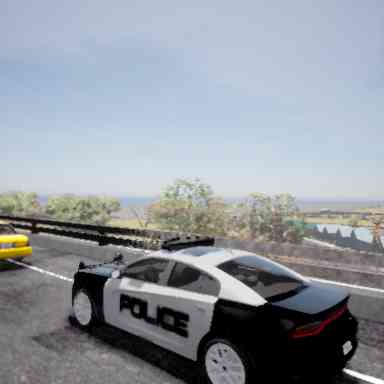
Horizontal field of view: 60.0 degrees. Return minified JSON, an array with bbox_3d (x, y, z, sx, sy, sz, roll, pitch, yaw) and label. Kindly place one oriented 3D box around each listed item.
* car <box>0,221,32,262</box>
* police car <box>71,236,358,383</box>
[{"bbox_3d":[-7.744,1.676,12.163,5.366,1.575,1.801,-1,-2,41],"label":"car"},{"bbox_3d":[-0.174,1.573,5.508,5.238,1.638,1.930,-1,-2,41],"label":"police car"}]
